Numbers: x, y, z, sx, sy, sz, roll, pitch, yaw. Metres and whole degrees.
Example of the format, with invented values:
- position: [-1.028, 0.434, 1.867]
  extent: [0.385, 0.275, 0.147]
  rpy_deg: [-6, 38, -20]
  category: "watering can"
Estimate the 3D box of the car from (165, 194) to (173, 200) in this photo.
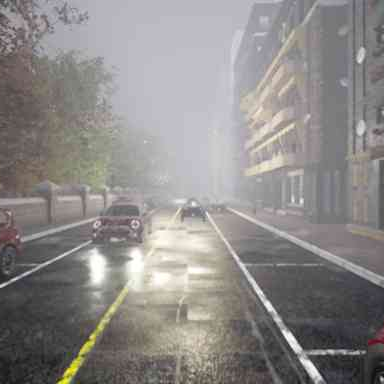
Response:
- position: [-5.831, 1.330, 84.826]
  extent: [1.887, 1.381, 4.507]
  rpy_deg: [0, 0, 0]
  category: "car"

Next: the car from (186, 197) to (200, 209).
- position: [0.096, 1.400, 45.049]
  extent: [1.812, 1.442, 4.674]
  rpy_deg: [0, 0, 0]
  category: "car"

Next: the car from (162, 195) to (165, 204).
- position: [-5.696, 1.298, 51.594]
  extent: [1.967, 1.590, 4.097]
  rpy_deg: [0, 0, 0]
  category: "car"

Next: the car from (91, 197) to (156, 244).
- position: [-3.102, 1.306, 15.508]
  extent: [2.097, 1.767, 4.553]
  rpy_deg: [0, 0, 0]
  category: "car"

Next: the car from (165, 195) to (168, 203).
- position: [-5.697, 1.427, 57.133]
  extent: [1.802, 1.307, 4.206]
  rpy_deg: [0, 0, 0]
  category: "car"

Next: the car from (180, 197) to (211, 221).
- position: [0.097, 1.415, 26.009]
  extent: [2.128, 1.511, 4.902]
  rpy_deg: [0, 0, 0]
  category: "car"

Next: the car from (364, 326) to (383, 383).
- position: [2.693, 1.435, 1.750]
  extent: [1.967, 1.590, 4.097]
  rpy_deg: [0, 0, 0]
  category: "car"

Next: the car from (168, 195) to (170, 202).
- position: [-5.698, 1.358, 62.501]
  extent: [1.752, 1.417, 4.829]
  rpy_deg: [0, 0, 0]
  category: "car"

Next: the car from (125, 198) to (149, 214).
- position: [-5.693, 1.426, 34.808]
  extent: [1.752, 1.417, 4.829]
  rpy_deg: [0, 0, 0]
  category: "car"

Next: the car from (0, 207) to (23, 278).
- position: [-5.688, 1.293, 7.284]
  extent: [2.192, 1.841, 5.009]
  rpy_deg: [0, 0, 0]
  category: "car"

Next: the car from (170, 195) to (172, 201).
- position: [-5.699, 1.261, 68.211]
  extent: [1.967, 1.590, 4.097]
  rpy_deg: [0, 0, 0]
  category: "car"

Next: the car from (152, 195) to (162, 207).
- position: [-5.695, 1.438, 46.056]
  extent: [1.947, 1.339, 4.313]
  rpy_deg: [0, 0, 0]
  category: "car"

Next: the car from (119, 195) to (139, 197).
- position: [-5.691, 1.230, 29.439]
  extent: [2.192, 1.841, 5.009]
  rpy_deg: [0, 0, 0]
  category: "car"

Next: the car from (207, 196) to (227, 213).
- position: [2.687, 1.451, 34.982]
  extent: [2.008, 1.369, 4.403]
  rpy_deg: [0, 0, 0]
  category: "car"

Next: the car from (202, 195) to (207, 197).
- position: [2.681, 1.371, 68.214]
  extent: [2.008, 1.369, 4.403]
  rpy_deg: [0, 0, 0]
  category: "car"
